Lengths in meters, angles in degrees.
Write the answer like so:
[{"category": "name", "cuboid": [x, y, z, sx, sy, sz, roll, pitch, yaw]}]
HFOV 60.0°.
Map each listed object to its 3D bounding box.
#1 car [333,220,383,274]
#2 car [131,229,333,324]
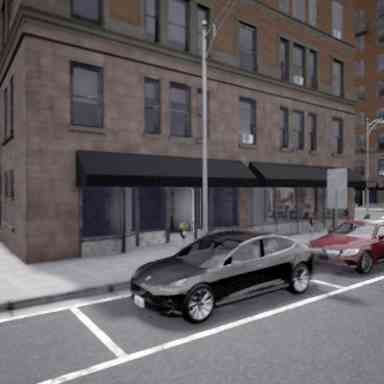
[{"category": "car", "cuboid": [5.319, 1.544, 10.333, 4.206, 1.307, 1.802, 0, 0, -36]}, {"category": "car", "cuboid": [0.841, 1.548, 7.137, 4.313, 1.339, 1.947, 0, 0, -36]}]
